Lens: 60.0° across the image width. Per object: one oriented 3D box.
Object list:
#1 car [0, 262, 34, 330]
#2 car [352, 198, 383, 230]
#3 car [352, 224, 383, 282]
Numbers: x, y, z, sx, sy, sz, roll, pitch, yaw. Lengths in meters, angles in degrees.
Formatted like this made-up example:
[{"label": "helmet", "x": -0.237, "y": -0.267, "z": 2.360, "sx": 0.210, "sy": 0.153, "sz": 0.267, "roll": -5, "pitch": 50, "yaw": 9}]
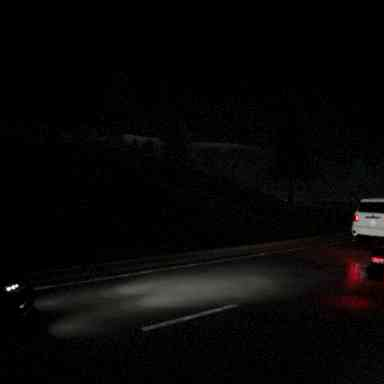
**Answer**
[{"label": "car", "x": -4.886, "y": 1.485, "z": 4.540, "sx": 4.902, "sy": 1.511, "sz": 2.128, "roll": 0, "pitch": 0, "yaw": -36}, {"label": "car", "x": 9.330, "y": 1.270, "z": 14.671, "sx": 5.566, "sy": 2.045, "sz": 2.150, "roll": 0, "pitch": 0, "yaw": -35}, {"label": "car", "x": 6.511, "y": 1.579, "z": 8.376, "sx": 5.357, "sy": 1.411, "sz": 2.033, "roll": 0, "pitch": 0, "yaw": -36}]
